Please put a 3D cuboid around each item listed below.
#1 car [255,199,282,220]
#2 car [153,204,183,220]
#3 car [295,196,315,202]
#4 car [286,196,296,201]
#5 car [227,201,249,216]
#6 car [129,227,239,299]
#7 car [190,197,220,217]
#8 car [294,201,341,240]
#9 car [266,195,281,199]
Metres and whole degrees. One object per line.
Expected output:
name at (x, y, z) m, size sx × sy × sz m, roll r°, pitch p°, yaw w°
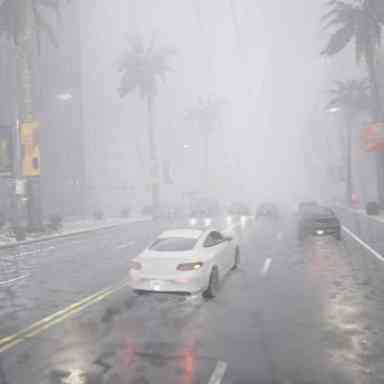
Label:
car at (6.710, 1.642, 29.499) m, size 2.033 × 1.411 × 5.357 m, roll -2°, pitch -1°, yaw 18°
car at (-2.428, 1.996, 34.335) m, size 2.231 × 1.521 × 4.892 m, roll -2°, pitch -1°, yaw 18°
car at (11.981, 1.425, 34.469) m, size 1.882 × 1.535 × 5.008 m, roll -2°, pitch -1°, yaw 18°
car at (22.560, 1.526, 73.573) m, size 4.674 × 1.442 × 1.812 m, roll -2°, pitch -1°, yaw -43°
car at (5.191, 1.749, 36.838) m, size 1.837 × 1.490 × 4.892 m, roll -2°, pitch -1°, yaw 18°
car at (0.011, 1.633, 8.734) m, size 1.812 × 1.442 × 4.674 m, roll -2°, pitch -1°, yaw 18°
car at (1.534, 1.612, 36.935) m, size 2.150 × 2.045 × 5.566 m, roll -2°, pitch -1°, yaw 18°
car at (6.246, 1.464, 16.644) m, size 1.837 × 1.490 × 4.892 m, roll -2°, pitch 0°, yaw 18°
car at (18.064, 1.520, 74.020) m, size 2.097 × 1.767 × 4.553 m, roll -3°, pitch -1°, yaw 43°
